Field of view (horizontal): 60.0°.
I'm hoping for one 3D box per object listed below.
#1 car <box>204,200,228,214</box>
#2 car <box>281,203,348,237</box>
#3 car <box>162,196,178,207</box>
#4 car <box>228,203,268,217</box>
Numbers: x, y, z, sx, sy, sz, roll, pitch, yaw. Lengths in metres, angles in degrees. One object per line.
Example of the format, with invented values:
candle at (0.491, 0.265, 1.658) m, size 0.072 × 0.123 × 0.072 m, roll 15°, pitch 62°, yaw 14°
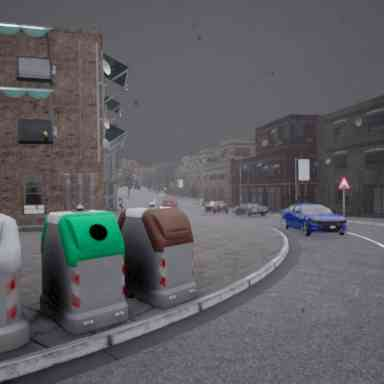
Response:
car at (3.218, 1.906, 44.754) m, size 2.097 × 1.767 × 4.553 m, roll -1°, pitch -1°, yaw -16°
car at (6.154, 1.323, 17.264) m, size 1.882 × 1.535 × 5.008 m, roll 0°, pitch -1°, yaw -2°
car at (-4.009, 1.824, 59.608) m, size 2.150 × 2.045 × 5.566 m, roll -1°, pitch 1°, yaw -14°
car at (5.937, 1.810, 34.541) m, size 2.033 × 1.411 × 5.357 m, roll -1°, pitch -2°, yaw -16°
